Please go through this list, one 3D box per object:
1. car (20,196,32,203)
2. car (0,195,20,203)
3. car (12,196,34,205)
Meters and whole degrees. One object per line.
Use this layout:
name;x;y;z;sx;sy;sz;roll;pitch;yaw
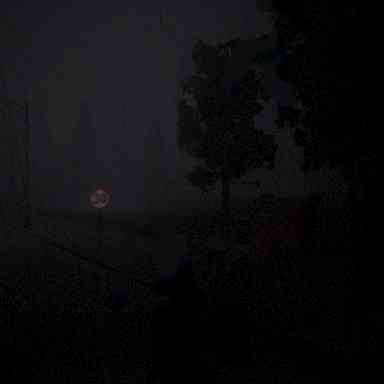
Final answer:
car;-31.037;1.430;61.090;1.853;1.218;4.536;0;0;-8
car;-33.464;1.347;59.696;3.633;1.501;1.845;0;0;-27
car;-31.045;1.588;61.141;2.038;1.542;4.974;0;0;-8
